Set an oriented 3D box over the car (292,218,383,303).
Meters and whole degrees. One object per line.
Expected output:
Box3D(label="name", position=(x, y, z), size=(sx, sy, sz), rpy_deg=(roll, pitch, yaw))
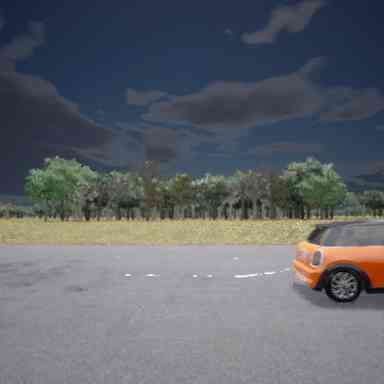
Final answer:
Box3D(label="car", position=(4.780, 1.406, 7.807), size=(4.553, 1.767, 2.097), rpy_deg=(-4, -3, 3))
